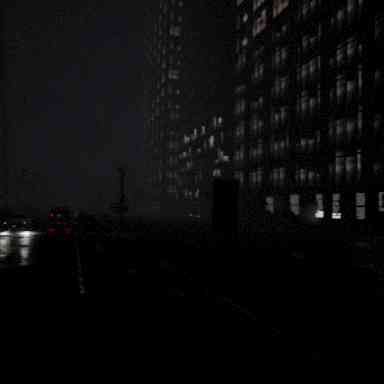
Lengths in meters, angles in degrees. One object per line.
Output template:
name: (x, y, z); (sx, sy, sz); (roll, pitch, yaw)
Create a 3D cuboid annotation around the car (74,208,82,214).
car: (-29.262, 4.834, 85.366); (1.887, 1.381, 4.507); (2, -3, -20)

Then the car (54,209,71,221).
car: (-18.256, 3.267, 47.043); (2.128, 1.511, 4.902); (2, -3, -19)

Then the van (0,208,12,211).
van: (-19.920, 2.515, 34.809); (1.690, 1.788, 3.998); (2, -3, -20)

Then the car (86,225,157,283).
car: (-2.348, 2.028, 11.150); (2.008, 1.369, 4.403); (2, -3, -20)

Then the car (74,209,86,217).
car: (-21.607, 4.053, 64.147); (1.947, 1.339, 4.313); (2, -3, -20)

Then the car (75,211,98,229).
car: (-10.124, 2.847, 32.321); (1.947, 1.339, 4.313); (2, -3, -20)

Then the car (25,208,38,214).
car: (-27.575, 3.559, 56.011); (1.802, 1.307, 4.206); (2, -3, -20)

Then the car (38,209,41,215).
car: (-31.402, 3.945, 66.618); (1.947, 1.339, 4.313); (2, -3, -20)

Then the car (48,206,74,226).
car: (-14.199, 2.575, 35.899); (2.150, 2.045, 5.566); (2, -3, -19)

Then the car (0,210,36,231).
car: (-14.943, 2.530, 28.709); (1.812, 1.442, 4.674); (2, -3, -20)

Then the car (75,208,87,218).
car: (-19.692, 3.727, 58.848); (1.967, 1.590, 4.097); (2, -3, -20)

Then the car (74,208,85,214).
car: (-15.866, 3.451, 48.234); (1.947, 1.339, 4.313); (2, -3, -20)

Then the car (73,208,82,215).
car: (-26.164, 4.399, 75.838); (1.882, 1.535, 5.008); (2, -3, -20)
